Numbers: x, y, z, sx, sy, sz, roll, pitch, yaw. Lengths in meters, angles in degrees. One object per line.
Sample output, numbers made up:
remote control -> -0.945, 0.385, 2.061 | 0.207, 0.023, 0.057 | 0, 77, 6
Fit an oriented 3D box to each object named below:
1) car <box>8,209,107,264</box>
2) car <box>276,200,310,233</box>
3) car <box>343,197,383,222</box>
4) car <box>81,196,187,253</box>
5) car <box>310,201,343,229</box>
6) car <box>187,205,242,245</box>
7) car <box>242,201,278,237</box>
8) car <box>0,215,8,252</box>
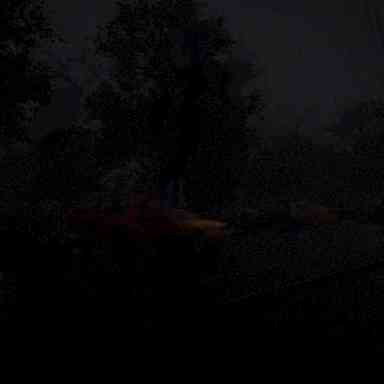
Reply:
car -> -5.651, 1.519, 12.021 | 4.792, 1.488, 2.163 | -1, -1, 34
car -> 3.976, 1.275, 18.980 | 4.553, 1.767, 2.185 | -1, 0, 34
car -> 11.051, 1.365, 24.327 | 4.792, 1.488, 2.163 | -1, 0, 33
car -> -3.288, 1.216, 13.782 | 5.566, 2.045, 2.435 | -1, 0, 34
car -> 6.345, 1.379, 20.751 | 5.008, 1.535, 2.097 | -1, 0, 34
car -> -0.692, 1.439, 15.404 | 5.366, 1.575, 1.946 | -1, -1, 34
car -> 1.560, 1.424, 17.242 | 4.892, 1.521, 2.231 | -1, 0, 34
car -> -8.123, 1.542, 10.316 | 4.792, 1.488, 2.163 | -1, 0, 34
